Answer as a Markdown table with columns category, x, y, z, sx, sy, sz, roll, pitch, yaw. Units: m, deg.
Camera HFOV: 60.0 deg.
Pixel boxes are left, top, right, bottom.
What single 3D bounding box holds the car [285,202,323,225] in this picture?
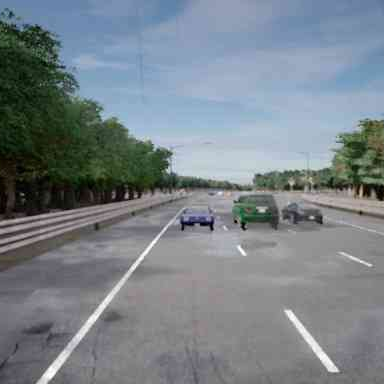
| category | x | y | z | sx | sy | sz | roll | pitch | yaw |
| --- | --- | --- | --- | --- | --- | --- | --- | --- | --- |
| car | 7.397 | 1.389 | 22.645 | 1.812 | 1.442 | 4.674 | 0 | 0 | 1 |

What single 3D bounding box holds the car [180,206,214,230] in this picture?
| category | x | y | z | sx | sy | sz | roll | pitch | yaw |
| --- | --- | --- | --- | --- | --- | --- | --- | --- | --- |
| car | 0.327 | 1.476 | 20.161 | 1.895 | 1.301 | 4.718 | 0 | 0 | 1 |

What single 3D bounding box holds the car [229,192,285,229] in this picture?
| category | x | y | z | sx | sy | sz | roll | pitch | yaw |
| --- | --- | --- | --- | --- | --- | --- | --- | --- | --- |
| car | 3.838 | 1.096 | 20.659 | 2.150 | 2.045 | 5.566 | 0 | 0 | 1 |
